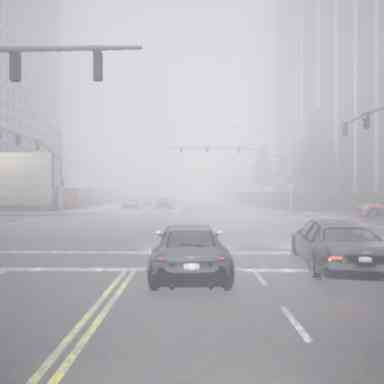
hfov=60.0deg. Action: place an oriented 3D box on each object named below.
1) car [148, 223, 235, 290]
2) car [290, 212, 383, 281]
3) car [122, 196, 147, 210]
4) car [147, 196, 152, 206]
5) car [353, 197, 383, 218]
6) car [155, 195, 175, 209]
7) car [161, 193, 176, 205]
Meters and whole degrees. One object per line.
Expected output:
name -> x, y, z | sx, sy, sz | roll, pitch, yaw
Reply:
car -> -0.076, 1.527, 9.023 | 1.994, 1.385, 4.181 | 0, 0, -2
car -> 4.164, 1.507, 9.764 | 2.033, 1.411, 5.357 | 0, 0, 9
car -> -7.091, 1.407, 40.120 | 2.033, 1.411, 5.357 | 0, 0, 0
car -> -7.074, 1.332, 49.561 | 1.837, 1.490, 4.892 | 0, 0, 0
car -> 15.502, 1.203, 26.813 | 4.553, 1.767, 2.097 | 0, 0, 0
car -> -3.588, 1.357, 42.472 | 1.837, 1.490, 4.892 | 0, 0, 0
car -> -3.567, 1.297, 51.950 | 1.882, 1.535, 5.008 | 0, 0, 0
